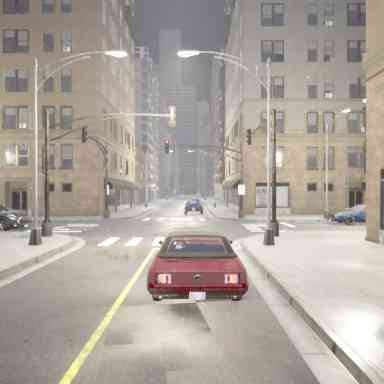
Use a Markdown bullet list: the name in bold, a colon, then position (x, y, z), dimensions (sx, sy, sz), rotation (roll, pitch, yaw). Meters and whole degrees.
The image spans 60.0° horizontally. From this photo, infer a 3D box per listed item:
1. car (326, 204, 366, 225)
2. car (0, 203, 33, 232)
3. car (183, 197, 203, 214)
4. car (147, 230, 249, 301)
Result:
- **car**: position (12.198, 1.512, 22.852), dimensions (5.357, 1.411, 2.033), rotation (0, 0, 3)
- **car**: position (-11.807, 1.382, 19.432), dimensions (4.553, 1.767, 2.097), rotation (0, 0, 4)
- **car**: position (0.163, 1.524, 35.490), dimensions (1.812, 1.442, 4.674), rotation (0, 0, 0)
- **car**: position (0.093, 1.601, 8.261), dimensions (1.895, 1.301, 4.718), rotation (0, 0, 0)
